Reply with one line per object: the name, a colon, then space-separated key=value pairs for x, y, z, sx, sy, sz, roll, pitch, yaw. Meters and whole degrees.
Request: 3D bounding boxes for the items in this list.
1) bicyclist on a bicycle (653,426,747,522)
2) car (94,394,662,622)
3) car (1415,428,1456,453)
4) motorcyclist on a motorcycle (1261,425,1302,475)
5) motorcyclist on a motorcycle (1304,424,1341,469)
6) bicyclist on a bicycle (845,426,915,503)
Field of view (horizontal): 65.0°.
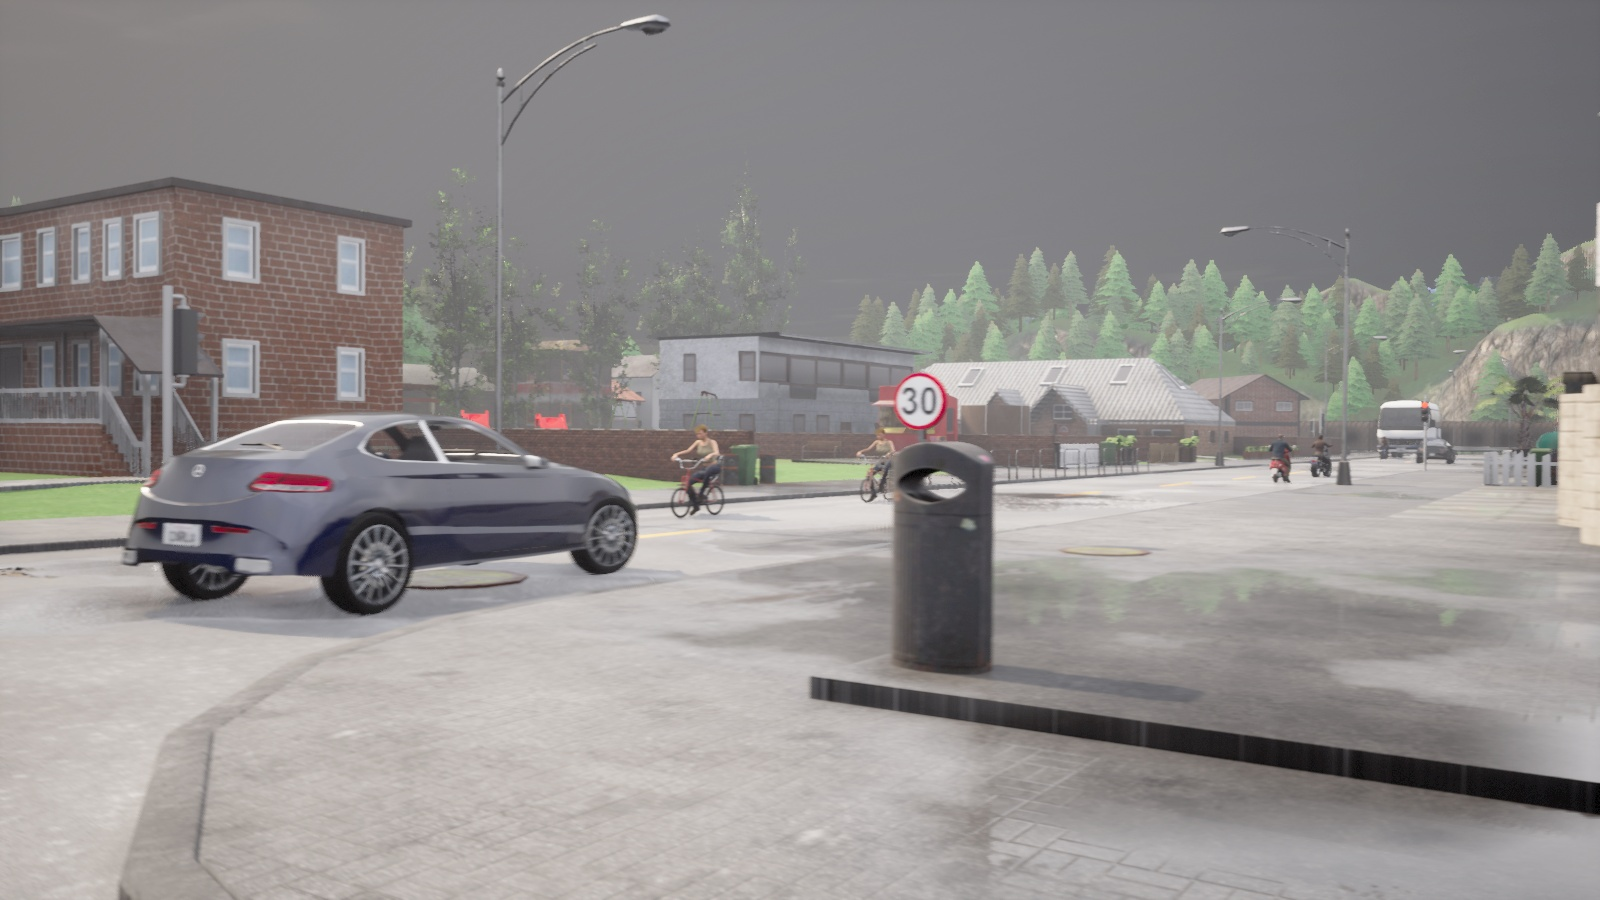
bicyclist on a bicycle: x=-1.727 y=0.388 z=21.806 sx=0.866 sy=1.612 sz=1.509 roll=0 pitch=1 yaw=33
car: x=-3.563 y=0.383 z=11.817 sx=2.152 sy=1.651 sz=5.027 roll=0 pitch=1 yaw=26
car: x=38.071 y=-0.601 z=75.154 sx=1.812 sy=1.442 sz=4.674 roll=0 pitch=1 yaw=31
motorcyclist on a motorcycle: x=15.787 y=-0.014 z=41.162 sx=0.866 sy=1.590 sz=1.817 roll=0 pitch=1 yaw=33
motorcyclist on a motorcycle: x=19.633 y=-0.133 z=47.186 sx=0.766 sy=1.649 sz=2.350 roll=0 pitch=1 yaw=36
bicyclist on a bicycle: x=1.729 y=0.286 z=27.063 sx=0.866 sy=1.612 sz=1.509 roll=0 pitch=1 yaw=33
